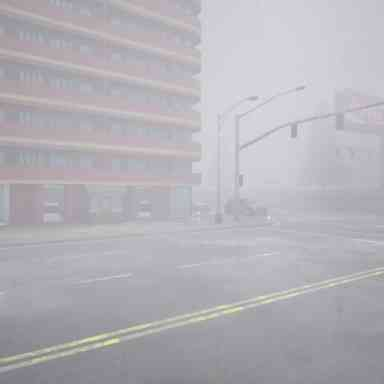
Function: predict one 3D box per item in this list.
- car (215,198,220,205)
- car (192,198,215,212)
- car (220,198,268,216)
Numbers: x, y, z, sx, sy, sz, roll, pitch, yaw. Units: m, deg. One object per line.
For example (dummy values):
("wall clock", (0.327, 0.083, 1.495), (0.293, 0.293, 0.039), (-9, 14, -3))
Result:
("car", (3.251, 1.601, 54.521), (1.895, 1.301, 4.718), (0, 0, -34))
("car", (0.261, 1.526, 39.812), (1.812, 1.442, 4.674), (0, 0, -34))
("car", (5.240, 1.352, 32.389), (2.097, 1.767, 4.553), (0, 0, -34))
